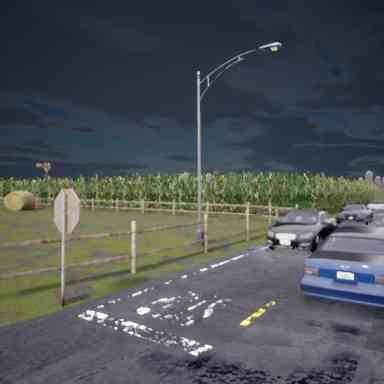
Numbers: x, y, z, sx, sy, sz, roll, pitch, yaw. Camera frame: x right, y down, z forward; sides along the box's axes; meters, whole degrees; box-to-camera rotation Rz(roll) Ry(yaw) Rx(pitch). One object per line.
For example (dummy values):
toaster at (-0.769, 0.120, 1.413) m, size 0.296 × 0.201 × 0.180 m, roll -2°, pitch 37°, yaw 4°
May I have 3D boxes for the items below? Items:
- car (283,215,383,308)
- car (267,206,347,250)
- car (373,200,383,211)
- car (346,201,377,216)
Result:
car at (4.172, 1.543, 8.011) m, size 2.033 × 1.411 × 5.357 m, roll -1°, pitch 0°, yaw 35°
car at (4.674, 1.506, 13.736) m, size 2.128 × 1.511 × 4.902 m, roll -1°, pitch 0°, yaw 35°
car at (20.356, 1.577, 36.214) m, size 1.895 × 1.301 × 4.718 m, roll -1°, pitch 0°, yaw 35°
car at (11.821, 1.564, 24.028) m, size 1.994 × 1.385 × 4.181 m, roll -1°, pitch 0°, yaw 35°
